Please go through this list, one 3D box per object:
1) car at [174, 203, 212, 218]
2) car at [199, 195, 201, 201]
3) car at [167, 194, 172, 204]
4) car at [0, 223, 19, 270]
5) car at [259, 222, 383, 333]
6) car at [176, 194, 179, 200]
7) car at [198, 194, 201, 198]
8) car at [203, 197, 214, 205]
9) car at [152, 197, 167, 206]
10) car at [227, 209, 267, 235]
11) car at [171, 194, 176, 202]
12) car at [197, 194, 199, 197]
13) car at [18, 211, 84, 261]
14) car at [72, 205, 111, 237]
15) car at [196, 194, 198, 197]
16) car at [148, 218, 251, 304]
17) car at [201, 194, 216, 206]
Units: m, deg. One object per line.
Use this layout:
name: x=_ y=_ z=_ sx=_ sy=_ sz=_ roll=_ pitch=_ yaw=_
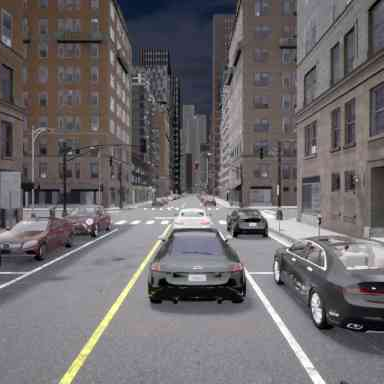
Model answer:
car: x=0.049 y=1.526 z=16.951 sx=1.812 sy=1.442 sz=4.674 roll=0 pitch=0 yaw=1
car: x=2.966 y=1.607 z=65.636 sx=2.008 sy=1.369 sz=4.403 roll=0 pitch=0 yaw=0
car: x=-5.559 y=1.607 z=65.656 sx=2.008 sy=1.369 sz=4.403 roll=0 pitch=0 yaw=0
car: x=-5.665 y=1.566 z=6.733 sx=1.947 sy=1.339 sz=4.313 roll=0 pitch=0 yaw=0
car: x=2.860 y=1.551 z=6.726 sx=2.008 sy=1.369 sz=4.403 roll=0 pitch=0 yaw=0
car: x=-5.488 y=1.457 z=92.699 sx=2.192 sy=1.841 sz=5.009 roll=0 pitch=0 yaw=0
car: x=2.994 y=1.525 z=76.454 sx=1.967 sy=1.590 sz=4.097 roll=0 pitch=0 yaw=0
car: x=2.951 y=1.571 z=60.398 sx=1.752 sy=1.417 sz=4.829 roll=0 pitch=0 yaw=0
car: x=-5.588 y=1.618 z=54.839 sx=1.802 sy=1.307 sz=4.206 roll=0 pitch=0 yaw=0
car: x=2.870 y=1.567 z=17.728 sx=1.947 sy=1.339 sz=4.313 roll=0 pitch=0 yaw=0
car: x=-5.516 y=1.626 z=81.711 sx=1.752 sy=1.417 sz=4.829 roll=0 pitch=0 yaw=0
car: x=3.023 y=1.561 z=87.272 sx=1.967 sy=1.590 sz=4.097 roll=0 pitch=0 yaw=0
car: x=-5.660 y=1.582 z=12.235 sx=1.802 sy=1.307 sz=4.206 roll=0 pitch=0 yaw=0
car: x=-5.655 y=1.441 z=17.736 sx=1.967 sy=1.590 sz=4.097 roll=0 pitch=0 yaw=0
car: x=3.037 y=1.458 z=92.682 sx=2.192 sy=1.841 sz=5.009 roll=0 pitch=0 yaw=0
car: x=0.089 y=1.564 z=8.192 sx=1.994 sy=1.385 sz=4.181 roll=0 pitch=0 yaw=0
car: x=2.936 y=1.476 z=54.819 sx=1.967 sy=1.590 sz=4.097 roll=0 pitch=0 yaw=0
